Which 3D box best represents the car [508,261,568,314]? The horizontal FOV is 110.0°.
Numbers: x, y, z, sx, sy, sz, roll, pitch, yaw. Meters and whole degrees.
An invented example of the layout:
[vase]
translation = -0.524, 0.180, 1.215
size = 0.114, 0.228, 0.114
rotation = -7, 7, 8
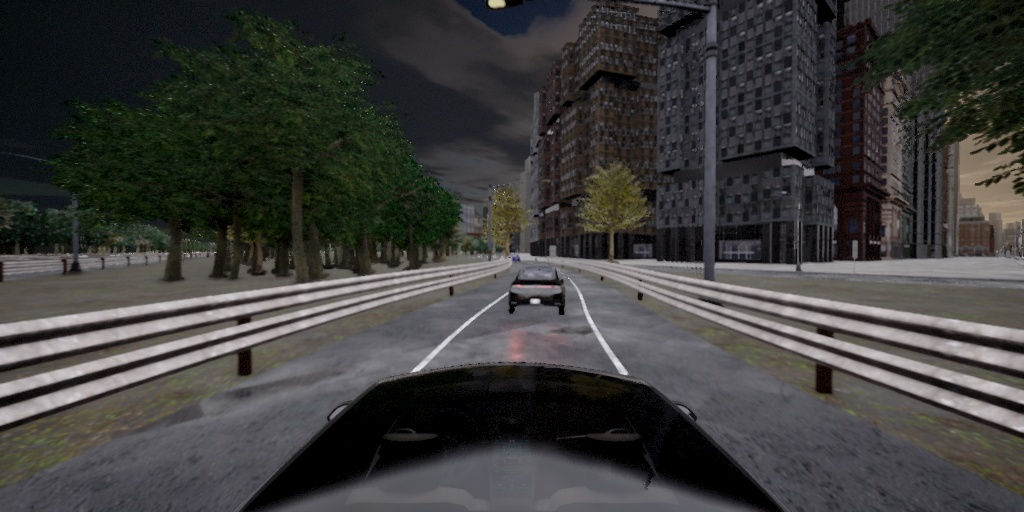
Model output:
[car]
translation = 0.997, 1.126, 13.186
size = 2.128, 1.511, 4.902
rotation = 0, 1, 7
